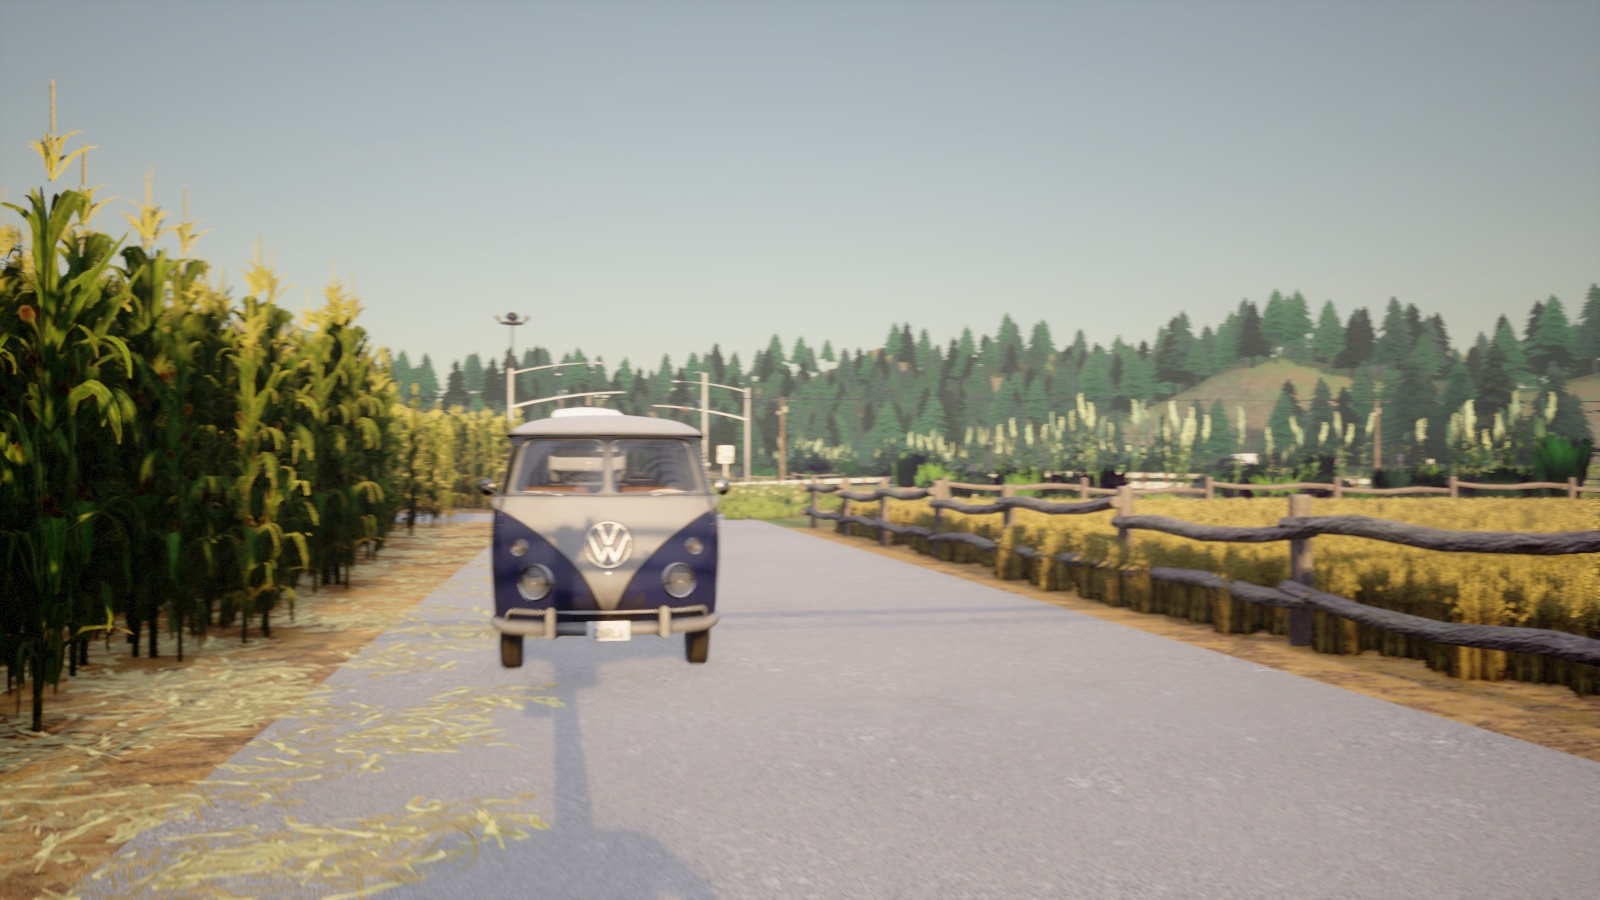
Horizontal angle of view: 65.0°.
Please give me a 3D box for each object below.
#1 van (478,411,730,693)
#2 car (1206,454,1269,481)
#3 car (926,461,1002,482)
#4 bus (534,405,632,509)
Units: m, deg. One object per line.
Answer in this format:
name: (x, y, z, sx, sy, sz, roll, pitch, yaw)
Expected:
van: (-1.780, 0.750, 11.208, 1.775, 1.987, 4.442, 0, -1, -10)
car: (31.979, 1.298, 91.909, 3.866, 1.878, 1.905, 2, -1, -2)
car: (12.300, 1.600, 94.575, 5.357, 1.411, 2.033, -2, -1, -3)
bus: (-9.836, 0.383, 56.829, 3.944, 4.253, 10.273, 0, -1, -10)
